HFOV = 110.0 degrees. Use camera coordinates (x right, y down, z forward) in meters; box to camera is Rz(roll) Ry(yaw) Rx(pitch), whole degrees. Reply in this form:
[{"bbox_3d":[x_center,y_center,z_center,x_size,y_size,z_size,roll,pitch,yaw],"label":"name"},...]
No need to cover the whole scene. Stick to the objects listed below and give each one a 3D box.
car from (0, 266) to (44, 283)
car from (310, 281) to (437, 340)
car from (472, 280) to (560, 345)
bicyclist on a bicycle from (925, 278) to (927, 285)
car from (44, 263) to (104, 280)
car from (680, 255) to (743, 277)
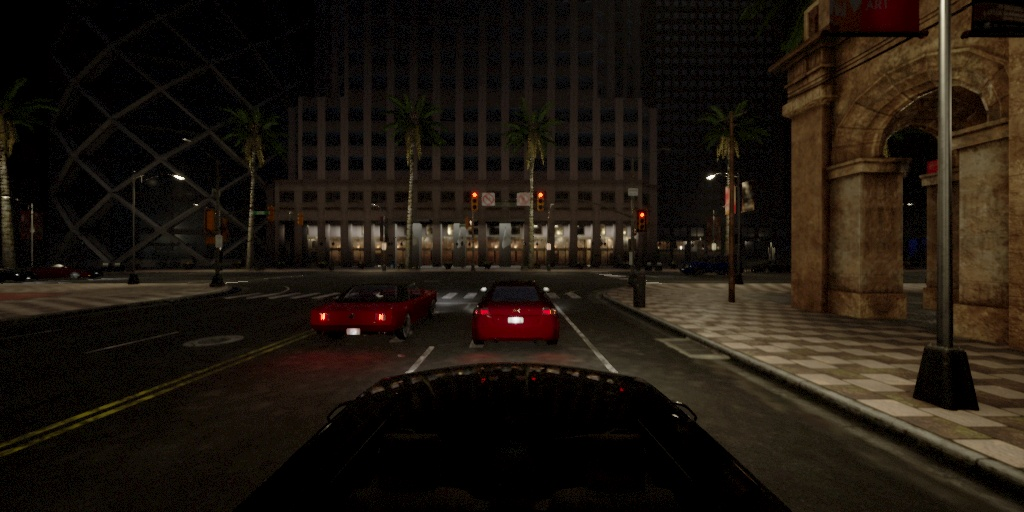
[{"bbox_3d":[-39.043,1.288,26.213,5.357,1.411,2.033,0,0,-20],"label":"car"},{"bbox_3d":[-3.417,1.348,9.976,1.895,1.301,4.718,0,0,0],"label":"car"},{"bbox_3d":[0.082,1.311,9.513,1.994,1.385,4.181,0,0,0],"label":"car"},{"bbox_3d":[24.677,1.044,20.602,0.582,1.620,1.656,0,0,0],"label":"bicyclist on a bicycle"},{"bbox_3d":[-37.476,1.304,30.131,4.181,1.385,1.994,0,0,-16],"label":"car"},{"bbox_3d":[19.501,0.959,35.100,5.566,2.045,2.150,0,0,0],"label":"car"}]
